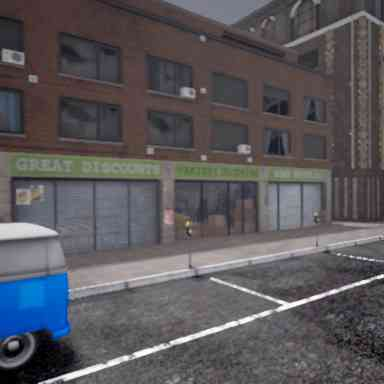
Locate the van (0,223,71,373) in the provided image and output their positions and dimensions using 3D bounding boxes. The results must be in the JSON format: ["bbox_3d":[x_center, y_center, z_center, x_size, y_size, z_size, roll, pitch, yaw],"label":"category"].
[{"bbox_3d":[-3.566,1.347,4.016,3.998,1.788,1.690,-1,0,-36],"label":"van"}]
